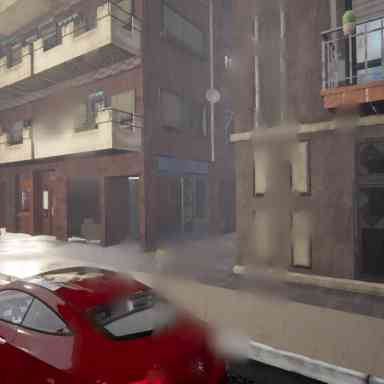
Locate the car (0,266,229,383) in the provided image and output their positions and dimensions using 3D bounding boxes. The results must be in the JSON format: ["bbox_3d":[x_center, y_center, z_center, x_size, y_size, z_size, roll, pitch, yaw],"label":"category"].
[{"bbox_3d":[-1.581,1.583,3.979,4.206,1.307,1.802,0,-1,36],"label":"car"}]
